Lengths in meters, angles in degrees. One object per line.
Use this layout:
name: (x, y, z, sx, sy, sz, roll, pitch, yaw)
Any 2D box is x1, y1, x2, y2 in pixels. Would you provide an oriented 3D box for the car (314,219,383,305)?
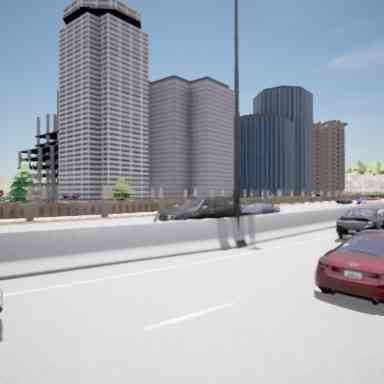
car: (4.674, 1.579, 7.781, 4.181, 1.385, 1.994, 0, 0, -40)

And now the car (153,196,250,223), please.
car: (0.490, 1.279, 18.262, 5.566, 2.045, 2.150, 0, 0, -43)

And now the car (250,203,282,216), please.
car: (5.907, 1.627, 28.927, 2.033, 1.411, 5.357, 0, 0, 40)

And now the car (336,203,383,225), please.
car: (8.772, 1.525, 16.365, 4.902, 1.511, 2.128, 0, 0, -45)

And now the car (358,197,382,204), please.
car: (25.931, 1.446, 47.925, 2.097, 1.767, 4.553, 0, 0, 39)

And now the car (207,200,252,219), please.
car: (3.688, 1.598, 31.743, 1.837, 1.490, 4.892, 0, 0, 40)

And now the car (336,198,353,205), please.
car: (28.356, 1.728, 61.932, 1.895, 1.301, 4.718, 0, 0, 39)

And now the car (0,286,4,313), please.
car: (-5.225, 1.628, 4.443, 4.718, 1.301, 1.895, 0, 0, -35)
